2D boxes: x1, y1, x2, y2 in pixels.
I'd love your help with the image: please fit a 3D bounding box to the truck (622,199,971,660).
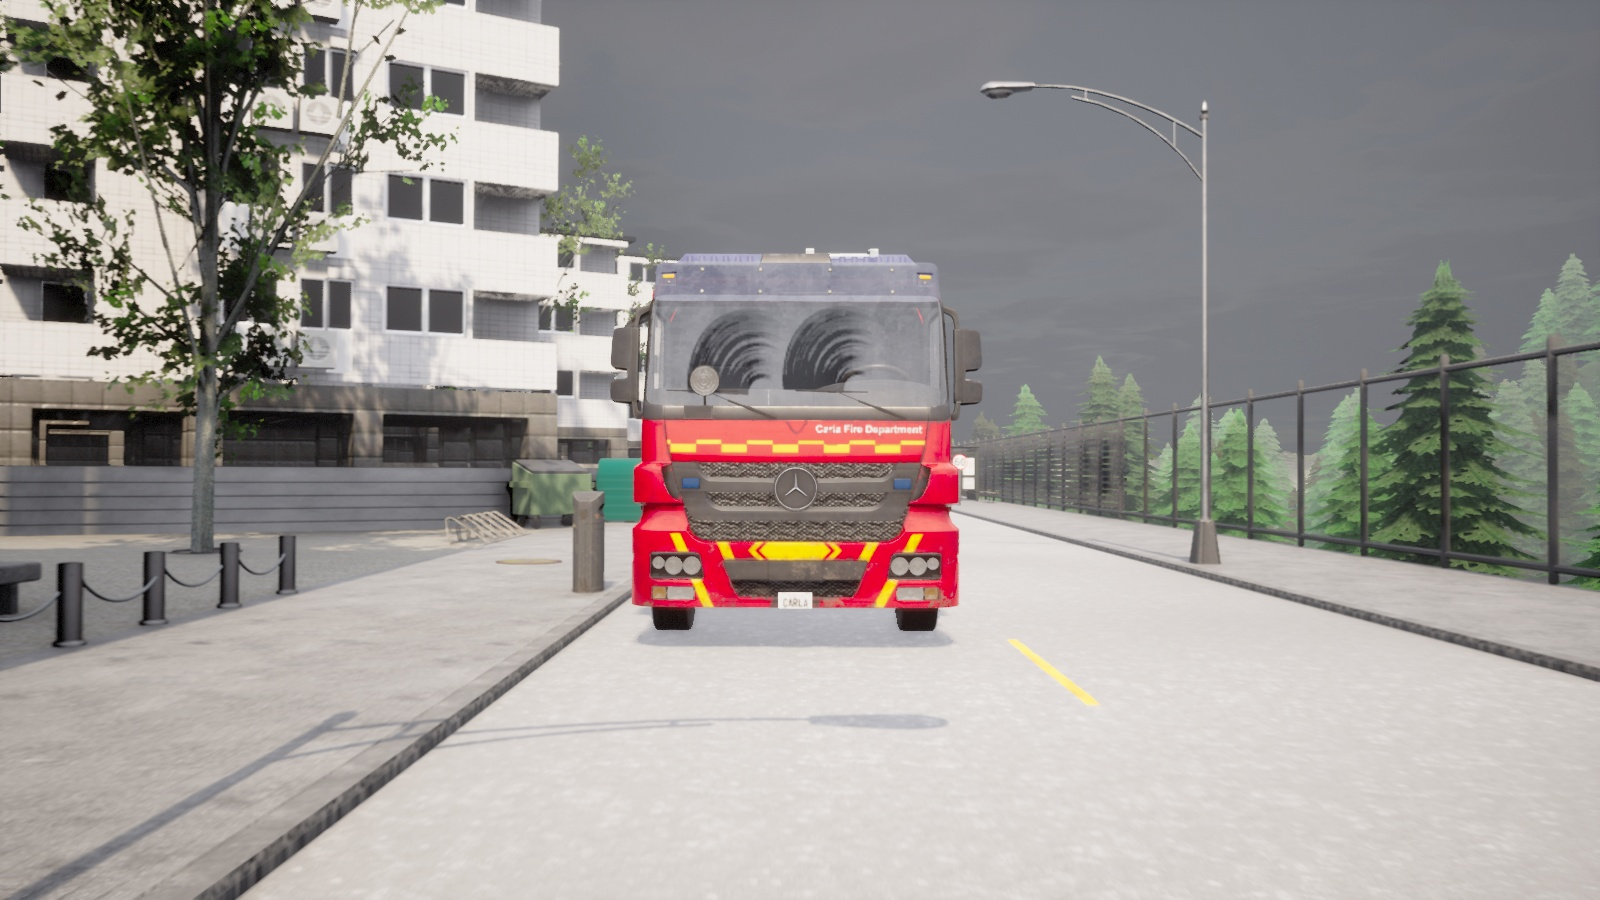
[{"bbox_3d":[-0.043,-0.104,14.688,2.891,3.827,8.468,0,-1,0],"label":"truck"}]
